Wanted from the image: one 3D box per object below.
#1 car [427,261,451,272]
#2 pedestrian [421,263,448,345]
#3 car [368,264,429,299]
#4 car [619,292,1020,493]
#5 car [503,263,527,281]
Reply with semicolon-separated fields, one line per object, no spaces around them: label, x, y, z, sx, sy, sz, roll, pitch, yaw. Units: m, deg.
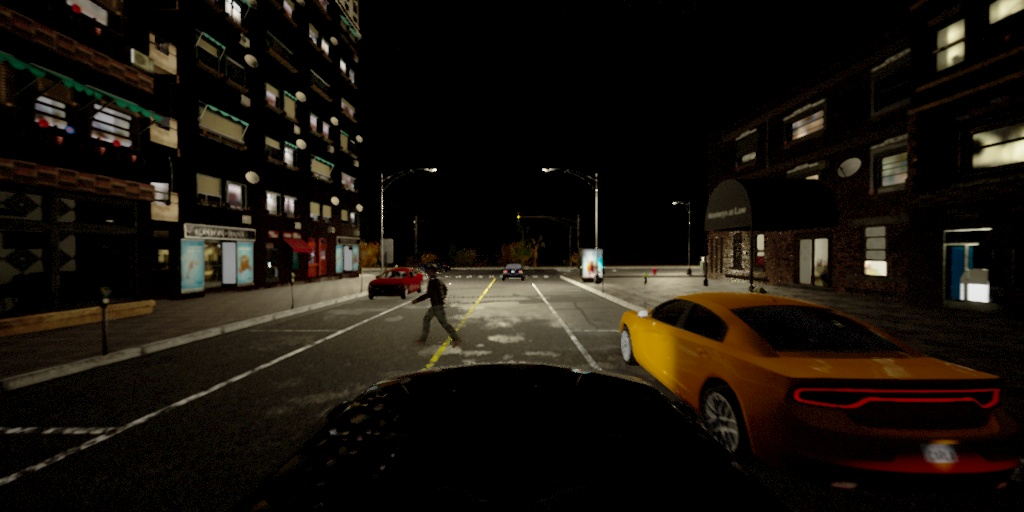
car;-10.105;1.380;46.543;4.181;1.385;1.994;0;0;13
pedestrian;-1.664;1.048;7.737;0.375;1.860;0.375;-1;1;-3
car;-5.689;1.306;18.004;1.888;1.381;4.507;0;0;0
car;3.001;1.231;4.988;1.882;1.535;5.008;0;0;0
car;0.278;1.317;30.905;2.033;1.411;5.357;0;0;5
